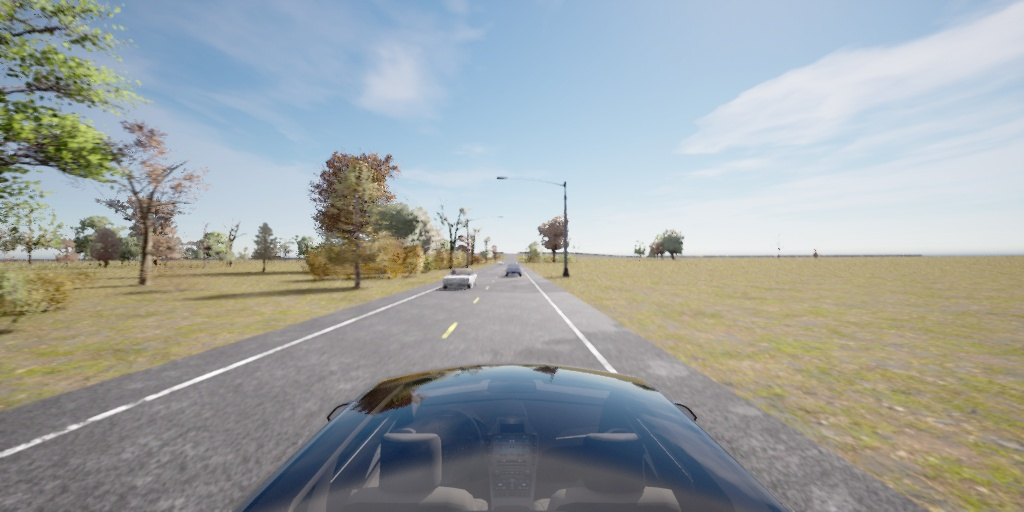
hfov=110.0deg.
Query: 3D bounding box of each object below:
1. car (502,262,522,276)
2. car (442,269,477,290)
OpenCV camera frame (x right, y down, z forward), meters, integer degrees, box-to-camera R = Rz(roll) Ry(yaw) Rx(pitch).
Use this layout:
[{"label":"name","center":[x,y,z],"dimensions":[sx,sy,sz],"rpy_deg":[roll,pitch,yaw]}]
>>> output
[{"label":"car","center":[0.182,1.633,42.540],"dimensions":[2.033,1.411,5.357],"rpy_deg":[0,0,0]},{"label":"car","center":[-3.547,1.564,24.951],"dimensions":[1.895,1.301,4.718],"rpy_deg":[0,0,0]}]
